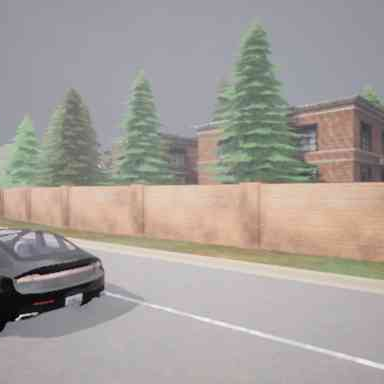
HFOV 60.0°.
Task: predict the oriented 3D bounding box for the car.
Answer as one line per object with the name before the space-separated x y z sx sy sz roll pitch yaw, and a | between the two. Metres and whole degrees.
car | -3.831 1.489 6.705 4.902 1.511 2.128 0 0 36
